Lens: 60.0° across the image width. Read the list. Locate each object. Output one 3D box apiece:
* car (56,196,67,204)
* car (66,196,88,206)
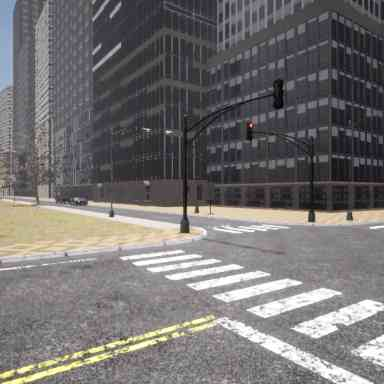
[{"bbox_3d":[-24.641,1.512,63.508,1.837,1.490,4.892,0,0,-35],"label":"car"},{"bbox_3d":[-18.849,1.603,55.243,1.895,1.301,4.718,0,0,-35],"label":"car"}]
